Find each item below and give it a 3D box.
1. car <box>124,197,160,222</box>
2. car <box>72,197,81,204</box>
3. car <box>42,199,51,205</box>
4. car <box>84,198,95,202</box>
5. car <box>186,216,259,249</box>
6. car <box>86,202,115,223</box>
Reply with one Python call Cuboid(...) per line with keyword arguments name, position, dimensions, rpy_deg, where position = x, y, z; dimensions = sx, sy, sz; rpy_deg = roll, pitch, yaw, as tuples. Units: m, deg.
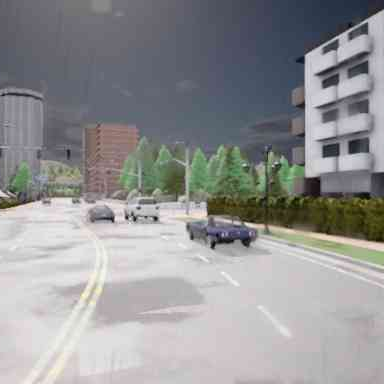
Cuboid(name="car", position=(-4.564, 1.503, 29.778), dimensions=(2.150, 2.045, 5.566), rpy_deg=(0, 0, -22))
Cuboid(name="car", position=(-29.327, 2.395, 84.757), dimensions=(1.895, 1.301, 4.718), rpy_deg=(0, -1, -21))
Cuboid(name="car", position=(-35.298, 2.353, 80.787), dimensions=(2.033, 1.411, 5.357), rpy_deg=(0, -1, -21))
Cuboid(name="car", position=(-26.050, 2.330, 85.988), dimensions=(1.812, 1.442, 4.674), rpy_deg=(0, -1, -21))
Cuboid(name="car", position=(1.171, 1.745, 15.523), dimensions=(1.895, 1.301, 4.718), rpy_deg=(0, -1, -18))
Cuboid(name="car", position=(-7.916, 1.846, 28.682), dimensions=(1.994, 1.385, 4.181), rpy_deg=(0, -1, -23))
